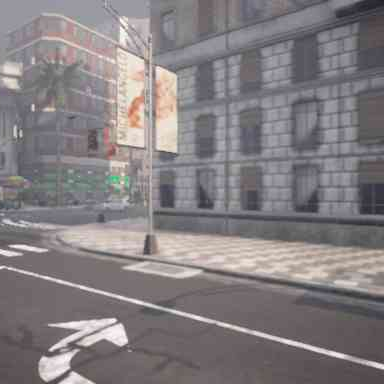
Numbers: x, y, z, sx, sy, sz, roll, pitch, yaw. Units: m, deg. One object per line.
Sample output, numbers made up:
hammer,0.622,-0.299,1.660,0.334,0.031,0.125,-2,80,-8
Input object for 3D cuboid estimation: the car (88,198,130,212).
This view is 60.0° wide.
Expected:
car,-9.407,1.569,39.270,1.812,1.442,4.674,0,0,37

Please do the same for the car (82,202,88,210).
car,-11.578,1.540,42.201,2.128,1.511,4.902,0,0,36
